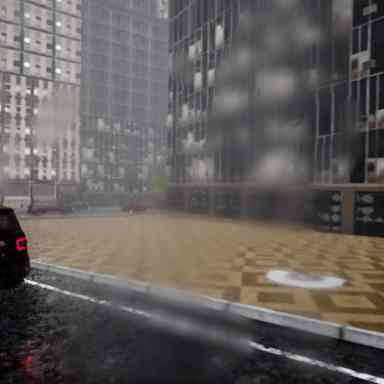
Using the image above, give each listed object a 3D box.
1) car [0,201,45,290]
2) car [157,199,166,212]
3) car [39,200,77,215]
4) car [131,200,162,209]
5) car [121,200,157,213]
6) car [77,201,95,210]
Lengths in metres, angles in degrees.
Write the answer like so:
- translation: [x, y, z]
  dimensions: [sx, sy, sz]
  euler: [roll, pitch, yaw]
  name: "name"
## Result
- translation: [-6.169, 1.297, 8.090]
  dimensions: [5.566, 2.045, 2.150]
  euler: [0, 0, 36]
  name: "car"
- translation: [-3.006, 2.038, 49.649]
  dimensions: [5.009, 1.841, 2.192]
  euler: [0, 1, -34]
  name: "car"
- translation: [-17.054, 1.948, 40.065]
  dimensions: [5.009, 1.841, 2.192]
  euler: [0, 1, -34]
  name: "car"
- translation: [-7.589, 2.102, 56.065]
  dimensions: [4.829, 1.417, 1.752]
  euler: [0, 1, -34]
  name: "car"
- translation: [-7.692, 2.237, 46.457]
  dimensions: [4.507, 1.381, 1.887]
  euler: [0, 1, -34]
  name: "car"
- translation: [-16.815, 2.069, 49.772]
  dimensions: [4.403, 1.369, 2.008]
  euler: [0, 1, -34]
  name: "car"
